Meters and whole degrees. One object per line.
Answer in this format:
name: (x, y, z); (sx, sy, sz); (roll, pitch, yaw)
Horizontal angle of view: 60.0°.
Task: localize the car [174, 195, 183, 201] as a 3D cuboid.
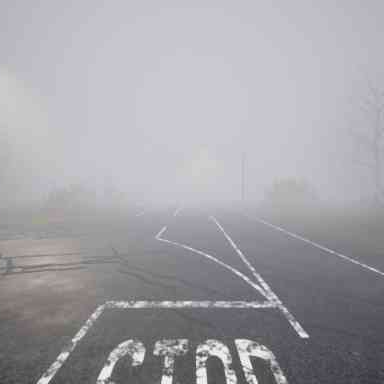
car: (-3.288, 1.486, 79.688); (1.895, 1.301, 4.718); (0, 0, 2)
